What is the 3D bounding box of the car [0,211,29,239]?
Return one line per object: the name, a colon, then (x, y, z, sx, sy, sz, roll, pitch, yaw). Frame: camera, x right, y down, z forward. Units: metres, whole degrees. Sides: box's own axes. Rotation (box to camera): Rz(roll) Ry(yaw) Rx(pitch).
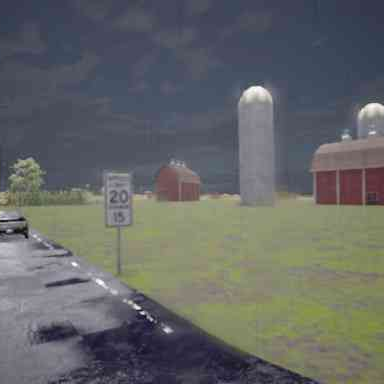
car: (-10.526, 1.814, 18.950, 2.128, 1.511, 4.902, 0, -1, -32)
